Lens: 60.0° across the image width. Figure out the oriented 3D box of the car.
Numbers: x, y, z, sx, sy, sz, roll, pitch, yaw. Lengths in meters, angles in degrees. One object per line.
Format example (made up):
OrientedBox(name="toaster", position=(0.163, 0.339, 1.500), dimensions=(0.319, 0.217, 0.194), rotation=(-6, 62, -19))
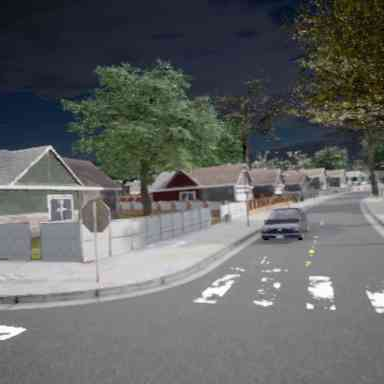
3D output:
OrientedBox(name="car", position=(4.821, 1.528, 16.895), dimensions=(2.033, 1.411, 5.357), rotation=(-4, -1, 23))
